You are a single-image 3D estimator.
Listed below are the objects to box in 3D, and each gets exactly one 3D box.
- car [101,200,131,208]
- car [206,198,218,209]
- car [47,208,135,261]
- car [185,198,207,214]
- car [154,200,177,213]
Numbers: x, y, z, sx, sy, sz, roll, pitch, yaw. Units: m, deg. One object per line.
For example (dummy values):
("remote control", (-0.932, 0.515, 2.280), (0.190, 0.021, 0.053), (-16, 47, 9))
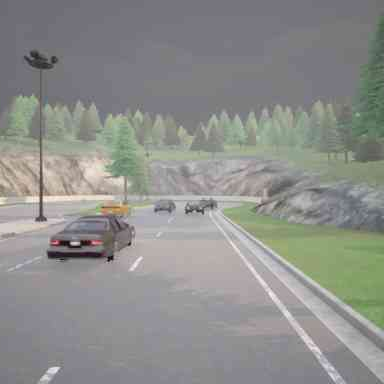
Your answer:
("car", (-6.823, 1.477, 30.231), (1.882, 1.535, 5.008), (0, 0, 1))
("car", (2.216, 1.492, 44.518), (2.128, 1.511, 4.902), (0, 0, 14))
("car", (-3.398, 1.547, 12.190), (2.033, 1.411, 5.357), (0, 0, 0))
("car", (0.341, 1.601, 34.364), (1.895, 1.301, 4.718), (0, 0, 3))
("car", (-2.941, 1.548, 37.298), (2.033, 1.411, 5.357), (0, 0, 5))
